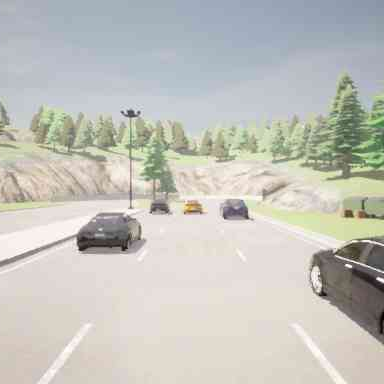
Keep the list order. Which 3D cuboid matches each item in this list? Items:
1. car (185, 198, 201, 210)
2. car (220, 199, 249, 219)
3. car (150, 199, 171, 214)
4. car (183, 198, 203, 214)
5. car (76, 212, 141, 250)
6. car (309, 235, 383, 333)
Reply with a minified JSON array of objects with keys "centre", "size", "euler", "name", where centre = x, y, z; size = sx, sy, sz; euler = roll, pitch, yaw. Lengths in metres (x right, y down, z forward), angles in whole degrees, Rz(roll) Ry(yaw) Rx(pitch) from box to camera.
[{"centre":[0.128,1.541,44.500],"size":[2.033,1.411,5.357],"euler":[0,0,1],"name":"car"},{"centre":[3.593,1.347,29.023],"size":[2.097,1.767,4.553],"euler":[0,0,0],"name":"car"},{"centre":[-3.408,1.498,35.900],"size":[1.837,1.490,4.892],"euler":[0,0,0],"name":"car"},{"centre":[0.088,1.473,34.673],"size":[1.882,1.535,5.008],"euler":[0,0,0],"name":"car"},{"centre":[-3.403,1.562,14.291],"size":[1.994,1.385,4.181],"euler":[0,0,0],"name":"car"},{"centre":[3.597,1.503,5.732],"size":[1.837,1.490,4.892],"euler":[0,0,0],"name":"car"}]
